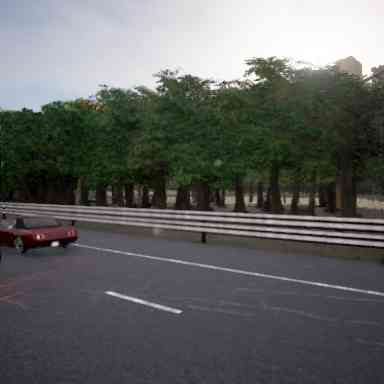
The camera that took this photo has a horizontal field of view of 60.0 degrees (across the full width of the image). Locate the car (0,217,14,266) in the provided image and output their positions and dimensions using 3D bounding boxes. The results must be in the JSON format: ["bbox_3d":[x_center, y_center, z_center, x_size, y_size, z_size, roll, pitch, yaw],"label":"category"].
[{"bbox_3d":[-7.298,1.469,9.469,5.008,1.535,1.882,0,0,37],"label":"car"}]

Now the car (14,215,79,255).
[{"bbox_3d":[-6.722,1.593,13.429,4.718,1.301,1.895,0,0,38],"label":"car"}]
